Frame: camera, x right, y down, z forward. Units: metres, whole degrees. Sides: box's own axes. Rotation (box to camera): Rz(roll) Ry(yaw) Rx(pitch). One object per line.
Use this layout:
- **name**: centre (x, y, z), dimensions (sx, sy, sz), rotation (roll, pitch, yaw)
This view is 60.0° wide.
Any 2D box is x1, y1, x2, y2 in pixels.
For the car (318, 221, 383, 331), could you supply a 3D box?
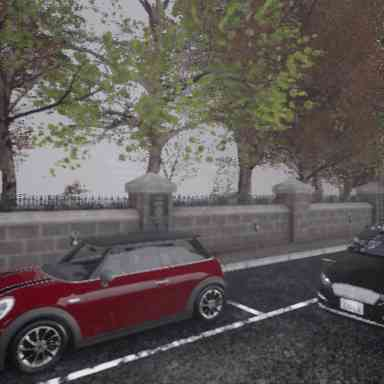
- **car**: centre (4.465, 1.506, 6.563), dimensions (4.902, 1.511, 2.128), rotation (0, 0, -35)

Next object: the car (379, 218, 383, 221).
- **car**: centre (7.569, 1.577, 12.058), dimensions (4.403, 1.369, 2.008), rotation (0, 0, -36)

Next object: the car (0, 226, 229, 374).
- **car**: centre (-1.400, 1.444, 5.560), dimensions (4.097, 1.590, 1.967), rotation (0, 0, -36)
